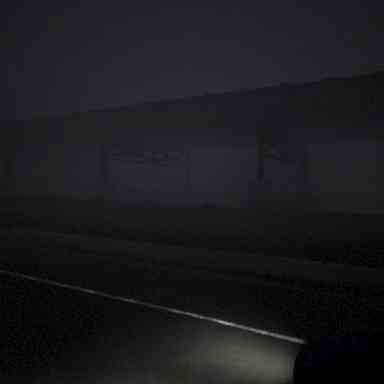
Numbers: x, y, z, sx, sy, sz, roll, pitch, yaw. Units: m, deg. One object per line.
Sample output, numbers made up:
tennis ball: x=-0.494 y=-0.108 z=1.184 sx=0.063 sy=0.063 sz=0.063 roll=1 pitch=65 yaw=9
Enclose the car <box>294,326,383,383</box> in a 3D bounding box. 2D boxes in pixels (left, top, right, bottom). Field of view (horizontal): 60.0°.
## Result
car: x=2.909 y=1.517 z=1.772 sx=4.674 sy=1.442 sz=1.812 roll=1 pitch=0 yaw=36
